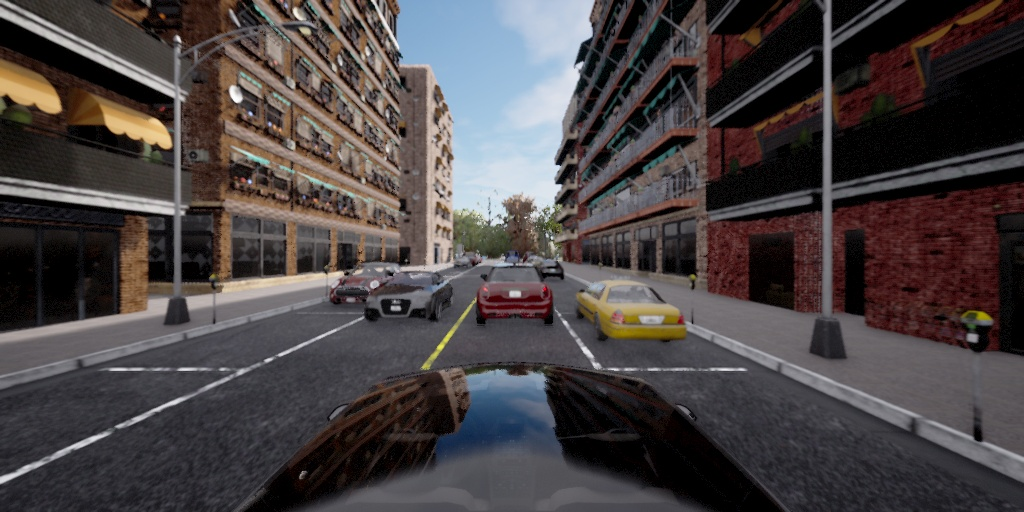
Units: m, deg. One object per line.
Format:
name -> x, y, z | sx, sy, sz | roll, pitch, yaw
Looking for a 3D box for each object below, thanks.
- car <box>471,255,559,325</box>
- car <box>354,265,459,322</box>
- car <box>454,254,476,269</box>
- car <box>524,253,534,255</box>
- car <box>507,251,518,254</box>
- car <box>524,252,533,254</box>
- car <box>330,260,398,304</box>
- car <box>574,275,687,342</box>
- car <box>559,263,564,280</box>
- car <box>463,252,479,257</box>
car -> 0.055, 0.968, 11.359 | 2.097, 1.767, 4.553 | 0, 1, -1
car -> -3.102, 1.177, 11.551 | 1.994, 1.385, 4.181 | 0, 1, 0
car -> -5.830, 0.735, 42.546 | 2.007, 1.370, 4.403 | 0, 0, 0
car -> 2.816, 0.660, 48.083 | 2.007, 1.370, 4.403 | 0, 0, 0
car -> 0.087, 0.241, 54.613 | 2.150, 2.045, 5.566 | 0, 1, 0
car -> 2.813, 0.271, 59.217 | 2.192, 1.841, 5.009 | 0, 0, 0
car -> -5.712, 1.009, 14.707 | 1.967, 1.591, 4.097 | 0, 0, 0
car -> 2.698, 1.172, 9.280 | 1.751, 1.417, 4.829 | 0, 0, 0
car -> 2.756, 0.973, 26.454 | 1.948, 1.339, 4.313 | 0, 0, 0
car -> -5.832, 0.423, 48.113 | 2.192, 1.841, 5.009 | 0, 0, 0
